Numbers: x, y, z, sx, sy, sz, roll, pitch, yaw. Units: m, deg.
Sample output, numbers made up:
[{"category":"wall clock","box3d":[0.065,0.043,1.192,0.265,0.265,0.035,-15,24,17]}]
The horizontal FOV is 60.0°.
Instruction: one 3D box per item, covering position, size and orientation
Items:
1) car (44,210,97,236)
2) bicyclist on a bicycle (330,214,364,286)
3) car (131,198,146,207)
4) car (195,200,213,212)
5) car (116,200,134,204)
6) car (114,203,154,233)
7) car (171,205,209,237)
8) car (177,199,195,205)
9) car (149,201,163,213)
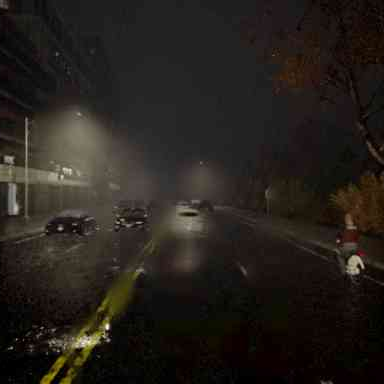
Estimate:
[{"category":"car","box3d":[-6.924,1.746,19.387,1.994,1.385,4.181,0,-1,-2]},{"category":"bicyclist on a bicycle","box3d":[4.058,1.450,8.831,0.659,1.776,1.843,0,0,-1]},{"category":"car","box3d":[-8.796,1.753,55.245,2.033,1.411,5.357,0,0,-5]},{"category":"car","box3d":[1.748,1.903,45.157,1.837,1.490,4.892,0,0,-3]},{"category":"car","box3d":[-7.766,1.706,38.882,2.097,1.767,4.553,0,-1,-3]},{"category":"car","box3d":[-3.729,1.703,21.422,1.837,1.490,4.892,0,-1,-2]},{"category":"car","box3d":[-0.217,1.702,19.306,1.812,1.442,4.674,0,-1,-2]},{"category":"car","box3d":[-0.965,1.859,37.151,1.812,1.442,4.674,0,0,-3]},{"category":"car","box3d":[-4.683,1.883,41.916,1.837,1.490,4.892,0,-1,-3]}]
